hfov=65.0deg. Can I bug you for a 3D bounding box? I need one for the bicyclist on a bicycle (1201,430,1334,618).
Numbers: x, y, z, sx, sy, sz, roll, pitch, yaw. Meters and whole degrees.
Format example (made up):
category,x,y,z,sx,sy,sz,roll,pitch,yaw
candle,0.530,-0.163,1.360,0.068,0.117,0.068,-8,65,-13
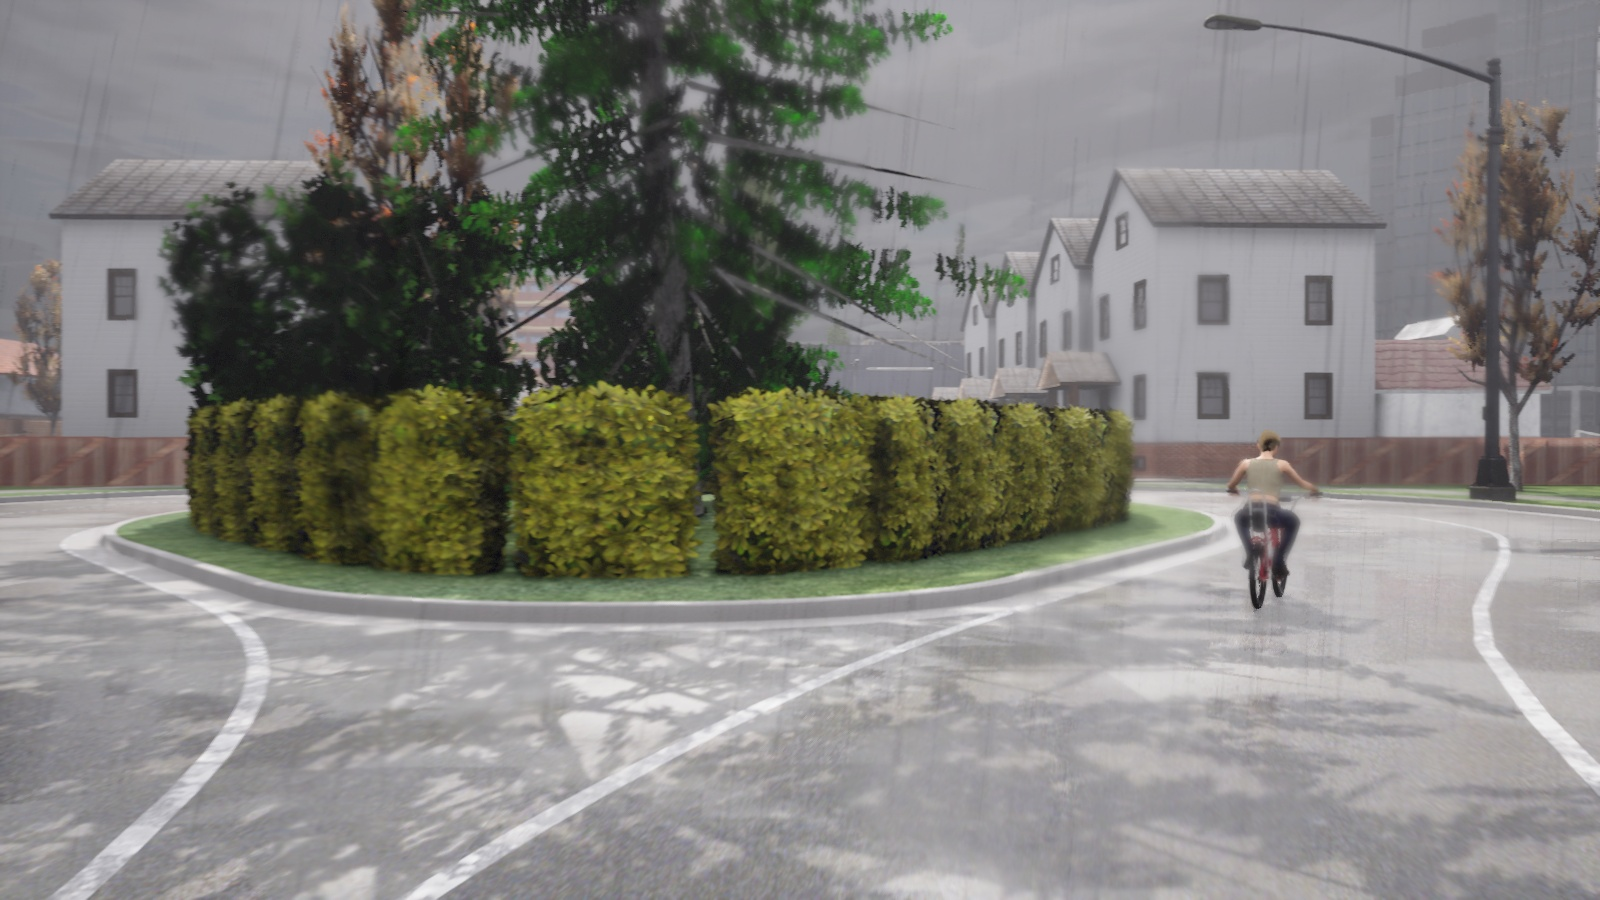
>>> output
category,x,y,z,sx,sy,sz,roll,pitch,yaw
bicyclist on a bicycle,4.355,0.628,11.631,0.866,1.612,1.509,1,0,31
